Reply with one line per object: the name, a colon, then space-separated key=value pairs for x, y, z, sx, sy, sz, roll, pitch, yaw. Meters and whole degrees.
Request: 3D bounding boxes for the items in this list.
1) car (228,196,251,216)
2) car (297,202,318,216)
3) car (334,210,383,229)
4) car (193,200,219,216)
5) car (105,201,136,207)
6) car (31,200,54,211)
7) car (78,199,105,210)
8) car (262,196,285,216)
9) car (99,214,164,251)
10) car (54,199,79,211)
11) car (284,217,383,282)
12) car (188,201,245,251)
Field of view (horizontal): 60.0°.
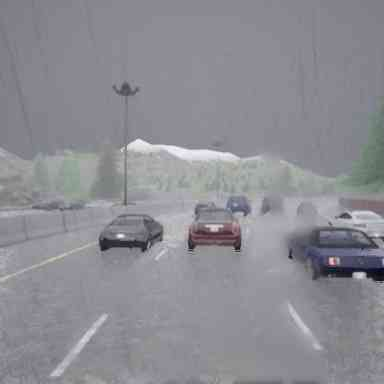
car: x=5.021 y=1.440 z=35.515 sx=2.150 sy=2.045 sz=5.566 roll=0 pitch=0 yaw=15
car: x=12.547 y=1.814 z=36.323 sx=1.994 sy=1.385 sz=4.181 roll=0 pitch=0 yaw=16
car: x=8.360 y=1.651 z=16.796 sx=1.812 sy=1.442 sz=4.674 roll=0 pitch=0 yaw=8
car: x=1.568 y=1.714 z=36.024 sx=1.837 sy=1.490 sz=4.892 roll=0 pitch=0 yaw=15
car: x=-8.302 y=1.762 z=40.394 sx=1.994 sy=1.385 sz=4.181 roll=0 pitch=0 yaw=16
car: x=-18.377 y=1.727 z=43.419 sx=2.033 sy=1.411 sz=5.357 roll=0 pitch=0 yaw=16
car: x=-11.668 y=1.717 z=41.384 sx=1.812 sy=1.442 sz=4.674 roll=0 pitch=0 yaw=16
car: x=8.648 y=1.453 z=35.512 sx=2.150 sy=2.045 sz=5.566 roll=0 pitch=0 yaw=16
car: x=-2.475 y=1.637 z=14.496 sx=1.994 sy=1.385 sz=4.181 roll=0 pitch=0 yaw=6
car: x=-14.970 y=1.691 z=42.552 sx=1.837 sy=1.490 sz=4.892 roll=0 pitch=0 yaw=16
car: x=4.090 y=1.673 z=9.989 sx=1.895 sy=1.301 sz=4.718 roll=0 pitch=0 yaw=4
car: x=1.062 y=1.439 z=14.679 sx=2.097 sy=1.767 sz=4.553 roll=0 pitch=0 yaw=6
